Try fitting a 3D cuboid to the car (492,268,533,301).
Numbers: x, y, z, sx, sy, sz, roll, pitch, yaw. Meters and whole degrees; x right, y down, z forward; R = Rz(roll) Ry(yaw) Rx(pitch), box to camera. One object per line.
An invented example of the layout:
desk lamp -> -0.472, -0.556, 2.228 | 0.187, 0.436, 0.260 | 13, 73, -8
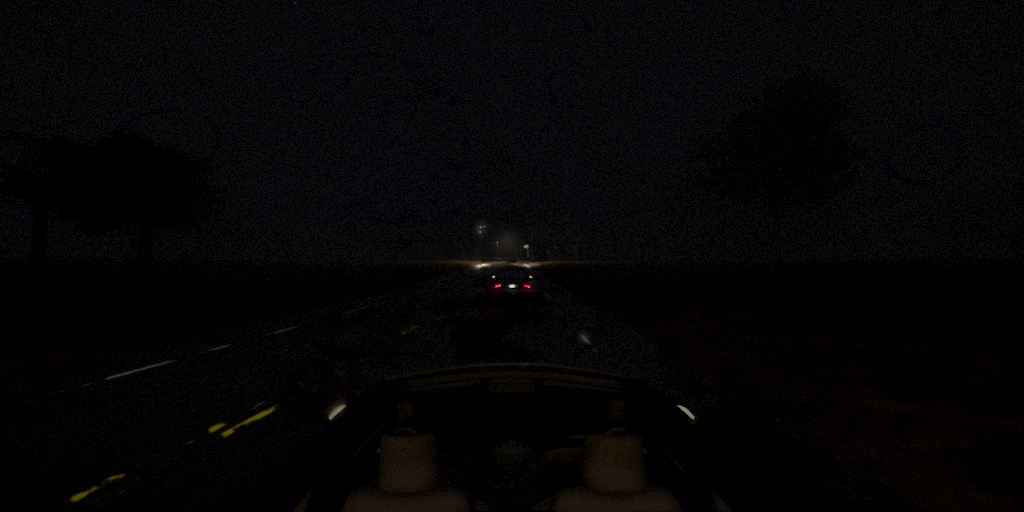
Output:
car -> 0.008, 1.293, 17.331 | 2.033, 1.411, 5.357 | 0, 0, 0
